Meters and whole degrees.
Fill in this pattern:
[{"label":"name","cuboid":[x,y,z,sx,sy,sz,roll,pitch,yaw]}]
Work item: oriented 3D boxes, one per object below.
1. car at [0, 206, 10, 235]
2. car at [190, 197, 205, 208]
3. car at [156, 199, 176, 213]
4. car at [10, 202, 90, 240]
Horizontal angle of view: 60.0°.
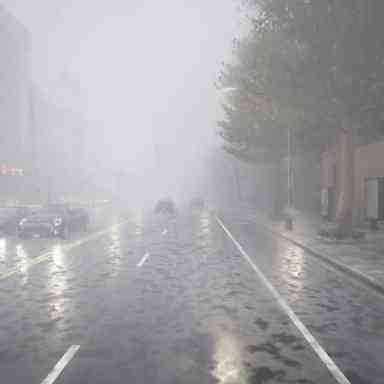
[{"label":"car","cuboid":[-10.296,1.526,18.938,1.812,1.442,4.674,0,0,1]},{"label":"car","cuboid":[0.740,1.505,47.427,1.837,1.490,4.892,0,0,1]},{"label":"car","cuboid":[-2.904,1.505,36.872,1.837,1.490,4.892,0,0,1]},{"label":"car","cuboid":[-6.838,1.352,16.949,2.097,1.767,4.553,0,0,1]}]
